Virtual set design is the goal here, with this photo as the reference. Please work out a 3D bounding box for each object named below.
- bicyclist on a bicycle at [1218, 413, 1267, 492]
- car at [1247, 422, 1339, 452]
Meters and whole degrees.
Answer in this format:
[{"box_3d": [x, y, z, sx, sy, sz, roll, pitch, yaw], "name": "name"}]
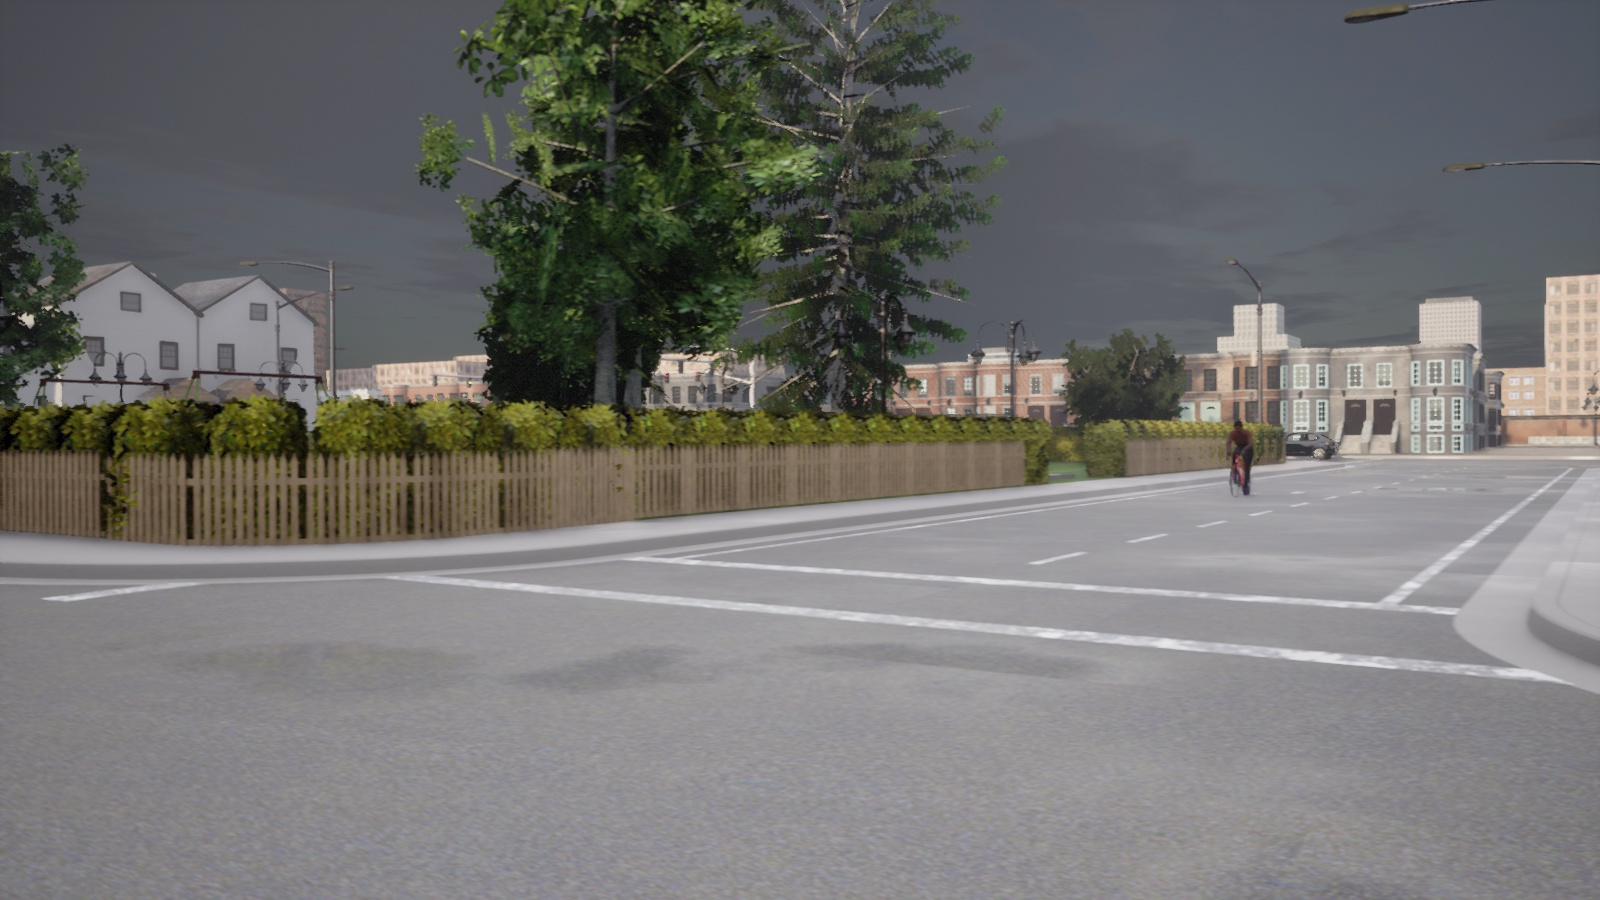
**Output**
[{"box_3d": [9.379, 0.033, 26.577, 0.582, 1.620, 1.656, -1, 1, 33], "name": "bicyclist on a bicycle"}, {"box_3d": [25.869, -0.672, 65.869, 4.193, 1.474, 1.816, -1, 1, 33], "name": "car"}]
